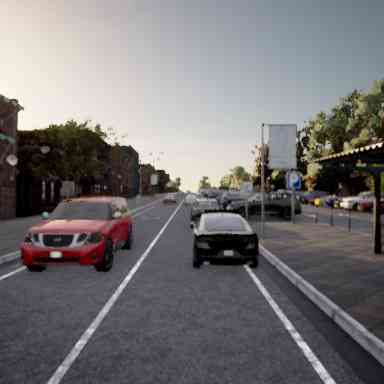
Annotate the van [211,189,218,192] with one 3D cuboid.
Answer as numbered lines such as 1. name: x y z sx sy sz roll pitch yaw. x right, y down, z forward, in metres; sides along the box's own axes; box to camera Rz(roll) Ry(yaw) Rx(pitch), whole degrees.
1. van: 5.718 0.832 53.946 4.442 1.987 1.878 0 1 0

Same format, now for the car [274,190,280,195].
1. car: 18.681 0.670 62.902 5.566 2.045 2.435 0 1 0

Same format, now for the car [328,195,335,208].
1. car: 18.725 1.237 37.919 4.892 1.521 2.231 0 0 0

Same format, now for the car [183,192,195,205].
1. car: -0.078 1.148 47.716 1.812 1.442 4.674 0 1 0

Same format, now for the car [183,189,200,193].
1. car: -0.110 0.798 61.793 2.097 1.767 4.553 0 1 0

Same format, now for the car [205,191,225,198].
1. car: 5.490 0.542 79.172 4.553 1.767 2.185 0 1 0

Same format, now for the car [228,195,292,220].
1. car: 5.495 1.301 28.710 5.366 1.575 1.946 0 0 0

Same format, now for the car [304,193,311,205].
1. car: 18.676 1.189 46.246 4.792 1.488 2.163 0 1 0

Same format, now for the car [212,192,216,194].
1. car: 5.616 1.172 48.339 4.674 1.452 2.002 0 1 0

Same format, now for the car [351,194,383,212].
1. car: 18.754 1.278 32.369 5.008 1.535 2.097 0 0 0

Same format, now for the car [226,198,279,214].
1. car: 5.675 1.323 31.514 4.674 1.452 2.002 0 0 0

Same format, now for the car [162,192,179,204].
1. car: -3.431 1.109 51.056 1.812 1.442 4.674 0 1 0

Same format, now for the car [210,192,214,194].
1. car: 5.616 1.096 51.142 4.892 1.521 2.231 0 1 0

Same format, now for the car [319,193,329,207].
1. car: 18.717 1.212 40.697 5.008 1.535 2.097 0 1 0

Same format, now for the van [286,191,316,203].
1. van: 18.787 0.782 57.353 4.442 1.987 1.878 0 1 0

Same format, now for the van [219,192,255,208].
1. van: 5.753 0.965 42.727 4.442 1.987 1.878 0 1 0

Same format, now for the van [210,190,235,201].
1. van: 5.691 0.702 62.353 4.442 1.987 1.878 0 1 0

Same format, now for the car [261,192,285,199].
1. car: 18.614 0.707 76.784 4.892 1.521 2.231 0 1 0

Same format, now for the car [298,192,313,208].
1. car: 18.725 1.154 49.029 4.792 1.488 2.163 0 1 0

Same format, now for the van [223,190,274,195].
1. van: 5.780 1.036 34.315 4.442 1.987 1.878 0 0 0

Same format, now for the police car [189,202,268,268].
1. police car: 0.955 1.376 11.291 1.930 1.638 5.238 0 0 0

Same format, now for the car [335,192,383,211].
1. car: 18.711 1.005 35.143 5.566 2.045 2.435 0 0 0

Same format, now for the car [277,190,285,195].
1. car: 18.847 0.961 60.131 5.366 1.575 1.946 0 1 0

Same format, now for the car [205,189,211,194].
1. car: 5.564 0.764 56.746 5.566 2.045 2.435 0 1 0

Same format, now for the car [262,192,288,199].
1. car: 18.432 0.746 74.007 5.366 1.575 1.946 0 1 0

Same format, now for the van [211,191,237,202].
1. van: 5.700 0.746 59.550 4.442 1.987 1.878 0 1 0

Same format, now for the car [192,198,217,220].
1. car: 0.927 1.333 27.201 1.837 1.490 4.892 0 1 0

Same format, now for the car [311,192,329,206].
1. car: 18.898 1.183 43.475 5.366 1.575 1.946 0 1 0

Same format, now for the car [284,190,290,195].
1. car: 18.707 0.799 54.577 5.566 2.045 2.435 0 1 0

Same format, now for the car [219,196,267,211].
1. car: 5.649 1.240 37.120 5.008 1.535 2.097 0 0 0

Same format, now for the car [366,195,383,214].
1. car: 18.763 1.299 29.593 5.008 1.535 2.097 0 0 0

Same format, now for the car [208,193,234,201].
1. car: 5.559 0.886 65.160 4.892 1.521 2.231 0 1 0

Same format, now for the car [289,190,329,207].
1. car: 18.659 0.837 51.800 5.566 2.045 2.435 0 1 0

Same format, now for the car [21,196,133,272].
1. car: -3.369 1.174 10.986 2.150 2.045 5.566 0 0 0

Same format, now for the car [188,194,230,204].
1. car: 0.937 1.228 21.163 2.097 1.767 4.553 0 0 0

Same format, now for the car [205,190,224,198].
1. car: 5.481 0.498 81.975 4.553 1.767 2.185 0 1 0

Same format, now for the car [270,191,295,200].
1. car: 18.666 0.710 68.456 4.553 1.767 2.185 0 1 0

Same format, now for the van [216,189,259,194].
1. van: 5.529 0.992 39.924 4.442 1.987 1.878 0 0 0

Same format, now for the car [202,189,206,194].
1. car: 5.511 0.503 73.564 5.566 2.045 2.435 0 1 0
